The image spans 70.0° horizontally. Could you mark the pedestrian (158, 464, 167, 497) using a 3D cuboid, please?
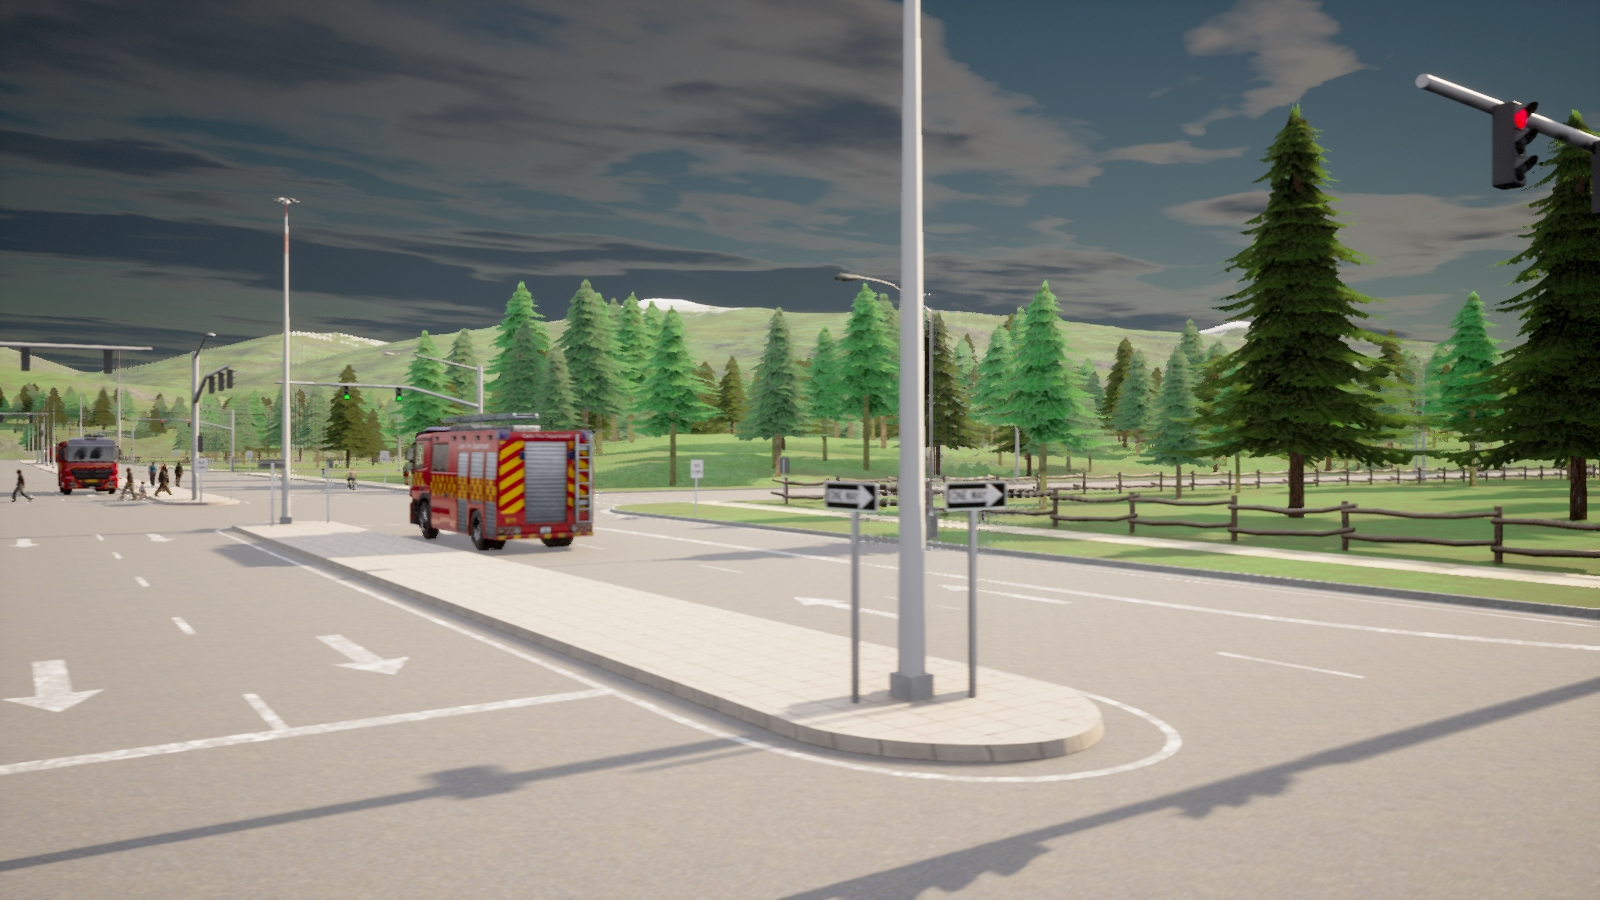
[{"bbox_3d":[-35.529,1.697,63.661,0.375,1.860,0.375,0,0,-41],"label":"pedestrian"}]

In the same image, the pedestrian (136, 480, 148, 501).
[{"bbox_3d":[-36.301,2.237,63.050,0.500,1.100,0.500,0,0,-43],"label":"pedestrian"}]

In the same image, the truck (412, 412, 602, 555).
[{"bbox_3d":[-9.202,0.893,35.020,2.891,3.827,8.468,0,0,-34],"label":"truck"}]

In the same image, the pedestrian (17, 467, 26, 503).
[{"bbox_3d":[-41.121,1.849,60.329,0.375,1.860,0.375,0,0,-35],"label":"pedestrian"}]

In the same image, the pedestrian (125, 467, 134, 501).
[{"bbox_3d":[-36.443,1.849,62.082,0.375,1.860,0.375,0,0,-39],"label":"pedestrian"}]
